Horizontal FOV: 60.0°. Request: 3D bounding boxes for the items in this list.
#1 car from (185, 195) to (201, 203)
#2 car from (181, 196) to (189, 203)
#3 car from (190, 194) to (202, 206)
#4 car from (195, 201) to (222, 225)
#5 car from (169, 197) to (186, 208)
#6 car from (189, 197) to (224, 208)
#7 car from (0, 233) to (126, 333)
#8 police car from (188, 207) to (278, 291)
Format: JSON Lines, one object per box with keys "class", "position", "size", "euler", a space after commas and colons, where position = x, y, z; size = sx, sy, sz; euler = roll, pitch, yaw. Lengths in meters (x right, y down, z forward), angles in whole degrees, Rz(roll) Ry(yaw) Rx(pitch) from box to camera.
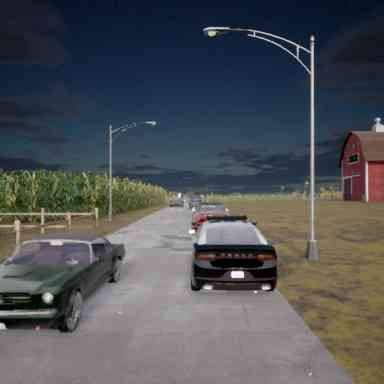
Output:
{"class": "car", "position": [0.560, 1.598, 46.486], "size": [2.128, 1.511, 4.902], "euler": [0, 0, 1]}
{"class": "car", "position": [-1.744, 1.941, 84.933], "size": [2.097, 1.767, 4.553], "euler": [0, -1, 1]}
{"class": "car", "position": [0.717, 1.482, 60.644], "size": [2.150, 2.045, 5.566], "euler": [0, -1, 1]}
{"class": "car", "position": [1.120, 1.527, 25.046], "size": [1.837, 1.490, 4.892], "euler": [0, 0, 1]}
{"class": "car", "position": [-2.259, 1.697, 49.635], "size": [1.994, 1.385, 4.181], "euler": [0, -1, 1]}
{"class": "car", "position": [1.048, 1.366, 19.014], "size": [2.097, 1.767, 4.553], "euler": [0, 0, 1]}
{"class": "car", "position": [-2.769, 1.603, 6.930], "size": [1.895, 1.301, 4.718], "euler": [0, 0, 1]}
{"class": "police car", "position": [0.931, 1.430, 9.153], "size": [1.930, 1.638, 5.238], "euler": [0, 0, 1]}
